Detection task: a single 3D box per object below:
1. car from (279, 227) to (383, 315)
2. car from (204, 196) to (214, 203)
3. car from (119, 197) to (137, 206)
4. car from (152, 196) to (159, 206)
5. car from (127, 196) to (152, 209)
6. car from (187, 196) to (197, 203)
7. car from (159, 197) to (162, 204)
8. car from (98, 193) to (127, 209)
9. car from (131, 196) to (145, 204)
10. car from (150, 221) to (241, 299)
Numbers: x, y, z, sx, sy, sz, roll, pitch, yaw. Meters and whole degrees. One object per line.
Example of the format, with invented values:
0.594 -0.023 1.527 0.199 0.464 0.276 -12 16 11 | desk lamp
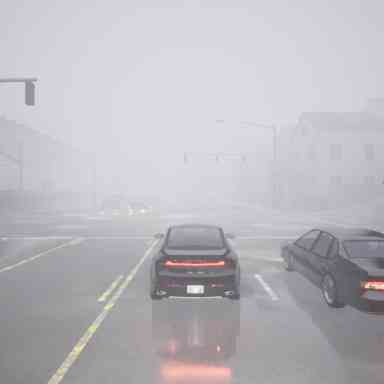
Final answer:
3.575 1.547 7.834 2.033 1.411 5.357 0 0 0 | car
3.499 1.545 69.176 2.033 1.411 5.357 0 0 0 | car
-10.587 1.547 55.221 2.033 1.411 5.357 0 0 0 | car
-7.090 1.505 54.644 1.837 1.490 4.892 0 0 0 | car
-7.098 1.477 45.189 1.882 1.535 5.008 0 0 0 | car
0.001 1.547 69.176 2.033 1.411 5.357 0 0 0 | car
-7.038 1.547 65.055 2.033 1.411 5.357 0 0 1 | car
-10.600 1.221 44.974 2.150 2.045 5.566 0 0 0 | car
-10.533 1.505 65.412 1.837 1.490 4.892 0 0 0 | car
0.075 1.505 8.410 1.837 1.490 4.892 0 0 0 | car
